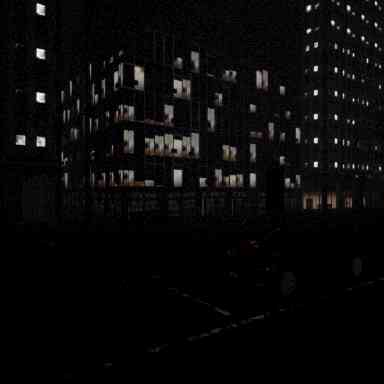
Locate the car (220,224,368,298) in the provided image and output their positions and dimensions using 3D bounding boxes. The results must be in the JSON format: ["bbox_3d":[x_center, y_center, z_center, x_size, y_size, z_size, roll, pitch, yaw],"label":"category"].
[{"bbox_3d":[2.728,1.545,8.507,4.507,1.381,1.887,0,0,-36],"label":"car"}]
